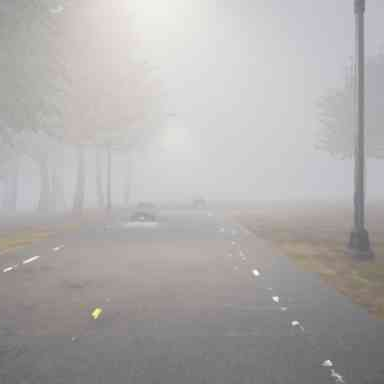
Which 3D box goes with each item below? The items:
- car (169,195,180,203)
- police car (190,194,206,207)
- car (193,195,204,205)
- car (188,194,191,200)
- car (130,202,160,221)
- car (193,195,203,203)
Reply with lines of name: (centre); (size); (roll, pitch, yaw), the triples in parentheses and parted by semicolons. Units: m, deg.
car: (-3.515, 1.389, 67.228); (1.812, 1.442, 4.674); (0, 0, 0)
police car: (1.042, 1.308, 47.956); (1.930, 1.638, 5.238); (0, 0, 0)
car: (1.040, 1.378, 57.849); (1.837, 1.490, 4.892); (0, 0, 0)
car: (-0.013, 1.216, 82.703); (2.033, 1.411, 5.357); (0, 0, 0)
car: (-3.604, 1.471, 26.471); (2.033, 1.411, 5.357); (0, 0, 0)
car: (1.039, 1.373, 63.851); (1.837, 1.490, 4.892); (0, 0, 0)
